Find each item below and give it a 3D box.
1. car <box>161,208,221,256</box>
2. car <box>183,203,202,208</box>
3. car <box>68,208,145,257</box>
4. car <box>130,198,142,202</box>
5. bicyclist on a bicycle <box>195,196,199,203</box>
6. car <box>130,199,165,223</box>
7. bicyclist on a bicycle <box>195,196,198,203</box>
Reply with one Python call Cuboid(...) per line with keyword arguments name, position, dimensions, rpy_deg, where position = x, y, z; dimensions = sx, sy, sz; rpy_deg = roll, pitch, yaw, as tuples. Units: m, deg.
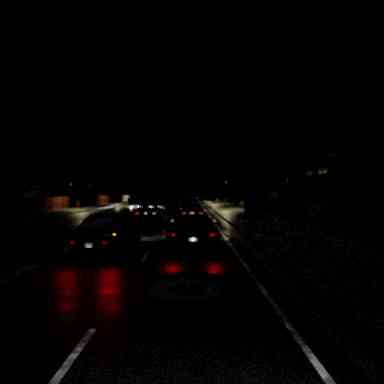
Cuboid(name="car", position=(0.055, 1.561, 13.151), dimensions=(1.994, 1.385, 4.181), rpy_deg=(0, 0, 1))
Cuboid(name="car", position=(0.040, 1.554, 25.742), dimensions=(2.033, 1.411, 5.357), rpy_deg=(0, 0, 1))
Cuboid(name="car", position=(-3.198, 1.523, 12.738), dimensions=(1.812, 1.442, 4.674), rpy_deg=(0, -1, 1))
Cuboid(name="car", position=(-9.761, 1.710, 59.036), dimensions=(1.895, 1.301, 4.718), rpy_deg=(0, 0, 1))
Cuboid(name="bicyclist on a bicycle", position=(0.920, 1.570, 64.266), dimensions=(0.866, 1.612, 1.509), rpy_deg=(0, 0, 0))
Cuboid(name="car", position=(-3.210, 1.554, 25.787), dimensions=(2.033, 1.411, 5.357), rpy_deg=(0, 0, 1))
Cuboid(name="bicyclist on a bicycle", position=(0.927, 1.618, 73.270), dimensions=(0.582, 1.620, 1.656), rpy_deg=(0, -1, 0))
